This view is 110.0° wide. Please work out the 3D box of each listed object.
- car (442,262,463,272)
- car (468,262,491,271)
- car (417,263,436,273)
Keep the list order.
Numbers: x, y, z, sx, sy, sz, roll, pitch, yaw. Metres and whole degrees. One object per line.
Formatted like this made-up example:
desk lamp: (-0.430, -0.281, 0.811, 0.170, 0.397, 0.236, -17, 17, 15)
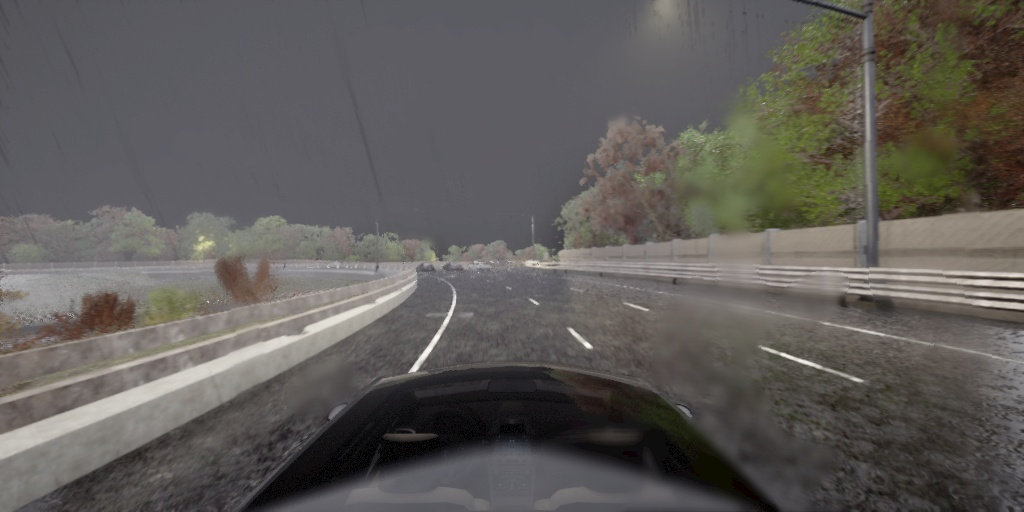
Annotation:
car: (-8.923, 1.640, 53.510, 2.033, 1.411, 5.357, -1, 0, -28)
car: (-4.923, 1.610, 53.269, 1.895, 1.301, 4.718, -1, 0, -27)
car: (-12.752, 1.696, 53.094, 1.812, 1.442, 4.674, -1, 0, -28)
